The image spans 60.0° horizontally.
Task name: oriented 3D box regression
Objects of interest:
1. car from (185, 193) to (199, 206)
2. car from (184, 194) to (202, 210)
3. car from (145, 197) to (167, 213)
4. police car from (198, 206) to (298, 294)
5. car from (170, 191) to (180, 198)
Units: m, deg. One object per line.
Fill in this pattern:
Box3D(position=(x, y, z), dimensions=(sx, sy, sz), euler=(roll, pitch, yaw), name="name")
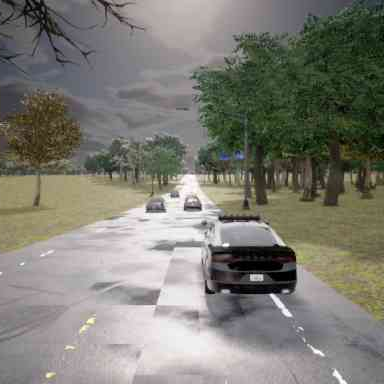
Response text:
Box3D(position=(0.034, 0.991, 46.989), dimensions=(1.882, 1.535, 5.008), euler=(0, 1, 1), name="car")
Box3D(position=(0.077, 1.266, 37.031), dimensions=(1.994, 1.385, 4.181), euler=(0, 1, 0), name="car")
Box3D(position=(-3.594, 1.258, 33.955), dimensions=(1.837, 1.490, 4.892), euler=(0, 1, 0), name="car")
Box3D(position=(1.226, 1.411, 8.878), dimensions=(1.930, 1.638, 5.238), euler=(0, 0, 0), name="police car")
Box3D(position=(-3.488, 0.509, 68.147), dimensions=(1.837, 1.490, 4.892), euler=(0, 2, 0), name="car")
